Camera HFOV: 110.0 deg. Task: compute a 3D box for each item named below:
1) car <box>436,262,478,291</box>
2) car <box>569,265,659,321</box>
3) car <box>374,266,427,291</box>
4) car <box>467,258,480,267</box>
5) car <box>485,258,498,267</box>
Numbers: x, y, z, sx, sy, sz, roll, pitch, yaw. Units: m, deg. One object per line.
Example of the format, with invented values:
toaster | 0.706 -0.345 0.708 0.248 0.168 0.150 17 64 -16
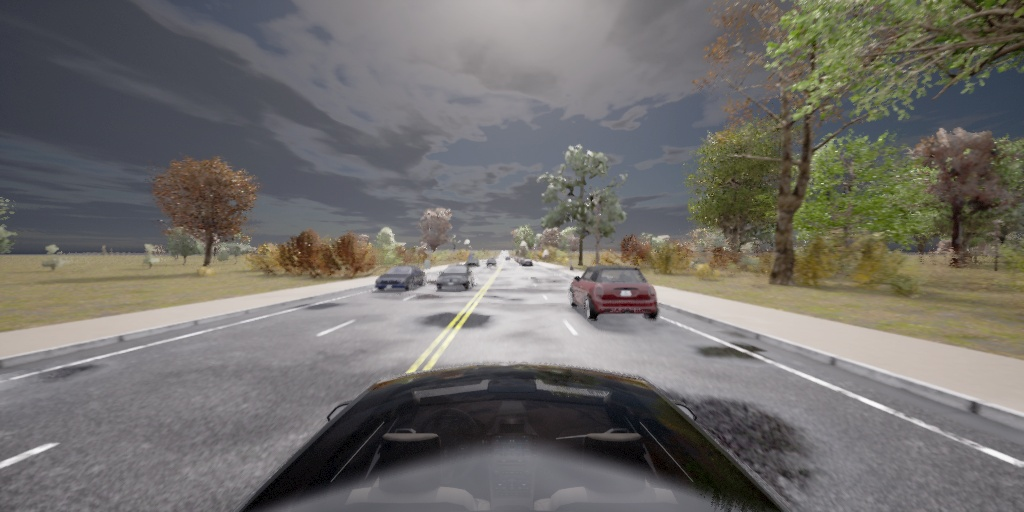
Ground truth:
car | -3.380 1.272 22.136 1.812 1.442 4.674 0 0 0
car | 3.340 1.101 12.639 2.097 1.767 4.553 0 0 0
car | -6.631 1.295 21.998 2.033 1.411 5.357 0 0 0
car | -6.885 1.074 64.027 2.097 1.767 4.553 0 0 0
car | -3.635 1.210 64.063 1.837 1.490 4.892 0 1 0
